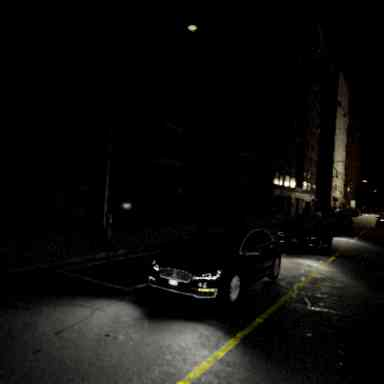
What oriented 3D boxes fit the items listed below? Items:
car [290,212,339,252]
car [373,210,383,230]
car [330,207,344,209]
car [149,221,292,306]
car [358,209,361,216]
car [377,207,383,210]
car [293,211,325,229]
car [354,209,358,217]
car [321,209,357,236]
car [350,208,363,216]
[{"bbox_3d":[5.783,1.936,16.635,1.882,1.535,5.008,3,-1,31],"label":"car"},{"bbox_3d":[18.656,2.849,31.717,2.128,1.511,4.902,3,0,31],"label":"car"},{"bbox_3d":[16.357,2.717,39.390,1.967,1.590,4.097,4,0,31],"label":"car"},{"bbox_3d":[0.902,1.605,8.577,1.837,1.490,4.892,3,0,31],"label":"car"},{"bbox_3d":[28.094,3.710,58.785,1.947,1.339,4.313,4,0,31],"label":"car"},{"bbox_3d":[26.480,3.157,44.618,2.150,2.045,5.566,3,0,31],"label":"car"},{"bbox_3d":[10.474,2.426,29.692,1.802,1.307,4.206,4,0,31],"label":"car"},{"bbox_3d":[25.159,3.478,53.936,2.008,1.369,4.403,4,0,31],"label":"car"},{"bbox_3d":[11.008,2.319,25.240,1.882,1.535,5.008,3,-1,31],"label":"car"},{"bbox_3d":[33.969,4.121,68.483,1.887,1.381,4.507,4,0,31],"label":"car"}]
